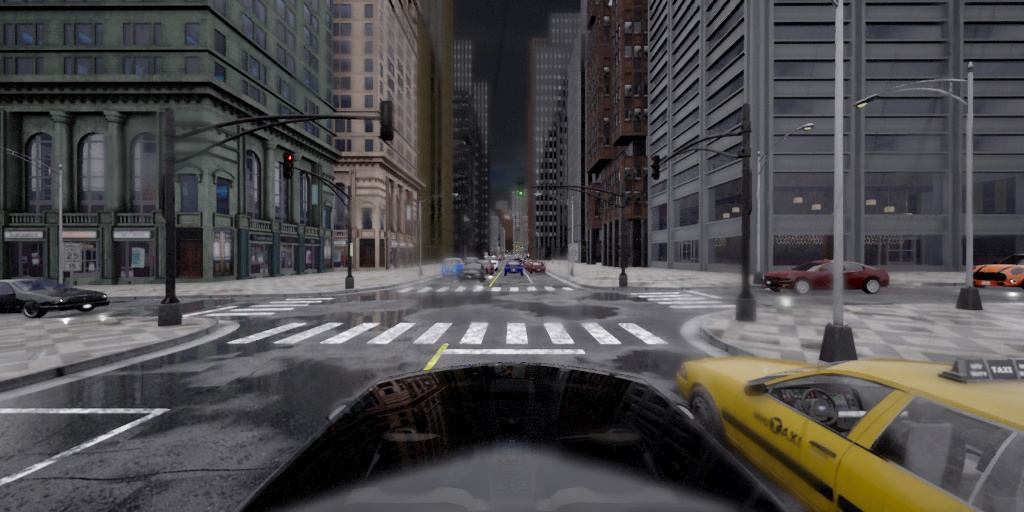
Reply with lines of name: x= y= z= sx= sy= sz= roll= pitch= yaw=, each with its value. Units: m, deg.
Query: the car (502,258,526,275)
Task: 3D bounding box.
car: x=0.172 y=1.247 z=38.821 sx=1.882 sy=1.535 sz=5.008 roll=0 pitch=0 yaw=0

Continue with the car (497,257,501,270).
car: x=-3.012 y=1.000 z=48.888 sx=2.150 sy=2.045 sz=5.566 roll=0 pitch=0 yaw=0

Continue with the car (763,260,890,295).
car: x=14.716 y=0.952 z=16.981 sx=5.008 sy=1.535 sz=1.882 roll=-1 pitch=0 yaw=2

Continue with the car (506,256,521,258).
car: x=0.205 y=1.302 z=65.136 sx=1.837 sy=1.490 sz=4.892 roll=0 pitch=0 yaw=0

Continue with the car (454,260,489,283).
car: x=-3.048 y=1.266 z=28.178 sx=1.837 sy=1.490 sz=4.892 roll=0 pitch=0 yaw=0

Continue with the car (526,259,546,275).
car: x=2.842 y=1.315 z=40.242 sx=1.888 sy=1.381 sz=4.507 roll=0 pitch=0 yaw=0

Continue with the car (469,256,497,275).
car: x=-3.038 y=1.121 z=38.449 sx=2.097 sy=1.767 sz=4.553 roll=0 pitch=0 yaw=0

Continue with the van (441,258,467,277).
van: x=-5.723 y=1.107 z=34.750 sx=1.690 sy=1.789 sz=3.998 roll=0 pitch=0 yaw=0

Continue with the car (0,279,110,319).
car: x=-19.177 y=1.612 z=13.966 sx=5.357 sy=1.411 sz=2.033 roll=-1 pitch=0 yaw=0

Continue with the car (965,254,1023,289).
car: x=24.638 y=0.659 z=16.929 sx=4.553 sy=1.767 sz=2.097 roll=-1 pitch=0 yaw=0

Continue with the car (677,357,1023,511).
car: x=2.769 y=1.275 z=2.320 sx=1.751 sy=1.417 sz=4.829 roll=0 pitch=0 yaw=0
